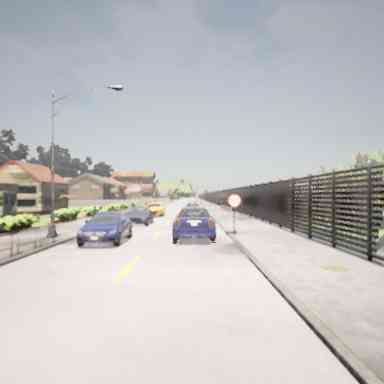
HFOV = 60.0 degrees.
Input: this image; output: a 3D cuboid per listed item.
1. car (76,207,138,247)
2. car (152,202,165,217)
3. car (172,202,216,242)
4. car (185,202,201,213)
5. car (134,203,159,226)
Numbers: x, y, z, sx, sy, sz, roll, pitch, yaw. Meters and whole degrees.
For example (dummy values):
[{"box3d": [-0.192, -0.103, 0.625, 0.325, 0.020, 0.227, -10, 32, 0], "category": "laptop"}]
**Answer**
[{"box3d": [-4.086, 1.701, 16.231, 1.812, 1.442, 4.674, 0, -1, 0], "category": "car"}, {"box3d": [-3.998, 1.867, 36.262, 1.882, 1.535, 5.008, 0, -1, 0], "category": "car"}, {"box3d": [0.102, 1.541, 17.582, 2.097, 1.767, 4.553, 0, -1, 0], "category": "car"}, {"box3d": [0.101, 2.047, 44.928, 1.994, 1.385, 4.181, 0, -1, 0], "category": "car"}, {"box3d": [-4.068, 1.827, 25.998, 2.033, 1.411, 5.357, 0, -1, 0], "category": "car"}]
